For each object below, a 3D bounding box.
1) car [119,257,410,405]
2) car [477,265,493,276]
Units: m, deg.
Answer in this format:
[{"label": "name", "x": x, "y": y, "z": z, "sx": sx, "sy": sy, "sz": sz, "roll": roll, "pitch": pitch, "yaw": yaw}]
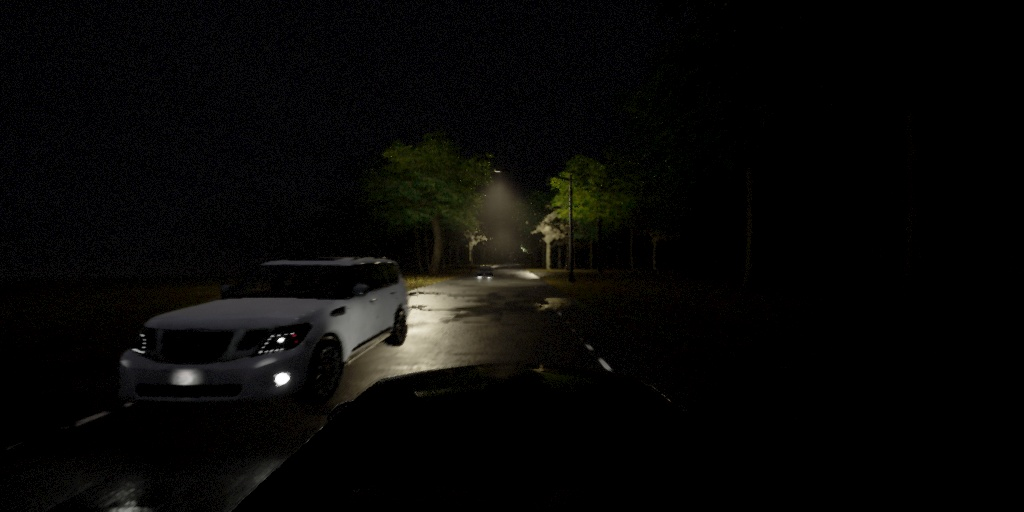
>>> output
[{"label": "car", "x": -3.599, "y": 1.024, "z": 6.723, "sx": 2.150, "sy": 2.045, "sz": 5.566, "roll": 0, "pitch": -1, "yaw": 0}, {"label": "car", "x": -3.566, "y": 1.987, "z": 48.514, "sx": 2.033, "sy": 1.411, "sz": 5.357, "roll": 0, "pitch": -1, "yaw": 0}]
